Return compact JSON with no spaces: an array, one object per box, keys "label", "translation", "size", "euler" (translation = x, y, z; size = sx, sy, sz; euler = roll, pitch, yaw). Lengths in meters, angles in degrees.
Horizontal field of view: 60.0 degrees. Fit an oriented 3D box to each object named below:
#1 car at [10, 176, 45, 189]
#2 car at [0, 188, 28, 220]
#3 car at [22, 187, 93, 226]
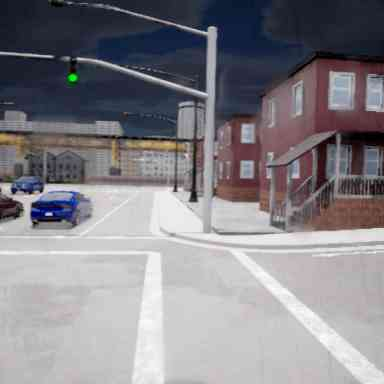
[{"label":"car","translation":[-19.136,-0.817,39.005],"size":[2.150,2.045,5.566],"euler":[1,3,-5]},{"label":"car","translation":[-9.624,0.687,15.684],"size":[1.994,1.385,4.181],"euler":[1,2,-6]},{"label":"car","translation":[-6.159,0.665,16.216],"size":[1.882,1.535,5.008],"euler":[1,2,-6]}]
